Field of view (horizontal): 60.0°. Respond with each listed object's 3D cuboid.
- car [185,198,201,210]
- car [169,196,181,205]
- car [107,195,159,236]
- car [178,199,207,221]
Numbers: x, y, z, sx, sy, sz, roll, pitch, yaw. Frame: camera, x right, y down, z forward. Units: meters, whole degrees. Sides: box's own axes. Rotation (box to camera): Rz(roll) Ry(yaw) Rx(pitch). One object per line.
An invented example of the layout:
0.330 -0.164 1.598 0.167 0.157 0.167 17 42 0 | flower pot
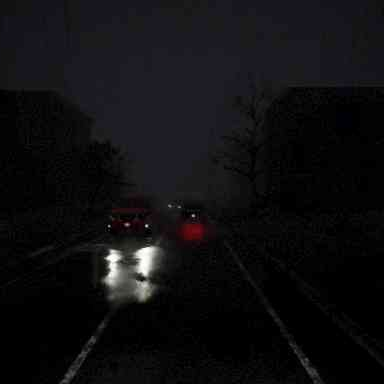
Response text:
0.091 1.526 42.930 1.994 1.385 4.181 0 0 0 | car
-3.044 1.506 61.047 2.097 1.767 4.553 0 -1 1 | car
-3.104 1.207 18.666 2.150 2.045 5.566 0 0 0 | car
0.095 1.483 26.887 1.837 1.490 4.892 0 0 0 | car
